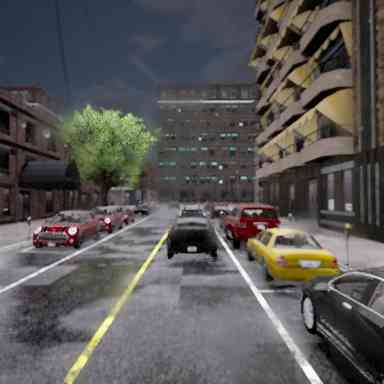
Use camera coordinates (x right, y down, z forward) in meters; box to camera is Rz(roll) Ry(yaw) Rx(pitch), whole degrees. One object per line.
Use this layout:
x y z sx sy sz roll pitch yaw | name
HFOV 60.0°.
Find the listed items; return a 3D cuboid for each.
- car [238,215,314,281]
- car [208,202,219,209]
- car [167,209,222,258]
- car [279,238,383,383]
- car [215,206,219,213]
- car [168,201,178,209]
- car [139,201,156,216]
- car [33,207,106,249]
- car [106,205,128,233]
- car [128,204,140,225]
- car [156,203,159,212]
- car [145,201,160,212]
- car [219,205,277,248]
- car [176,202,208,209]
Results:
2.704 1.638 9.942 1.752 1.417 4.829 1 -1 0 | car
2.705 1.936 32.517 1.947 1.339 4.313 1 -1 0 | car
0.022 1.660 13.496 1.837 1.490 4.892 0 0 0 | car
2.703 1.598 4.086 2.008 1.369 4.403 1 -1 0 | car
2.704 1.822 21.145 1.802 1.307 4.206 1 -1 0 | car
-3.003 2.197 56.561 2.033 1.411 5.357 0 -1 0 | car
-5.641 2.001 38.145 1.947 1.339 4.313 1 -1 0 | car
-5.641 1.615 15.401 1.967 1.590 4.097 1 -1 0 | car
-5.641 1.680 21.089 1.967 1.590 4.097 1 -1 0 | car
-5.643 1.886 26.773 1.802 1.307 4.206 1 -1 0 | car
-5.641 2.052 43.833 2.008 1.369 4.403 1 -1 0 | car
-5.810 2.091 49.350 1.752 1.417 4.829 1 -1 0 | car
2.708 1.490 15.462 2.192 1.841 5.009 1 -1 0 | car
0.023 1.817 28.504 2.128 1.511 4.902 0 -1 0 | car
